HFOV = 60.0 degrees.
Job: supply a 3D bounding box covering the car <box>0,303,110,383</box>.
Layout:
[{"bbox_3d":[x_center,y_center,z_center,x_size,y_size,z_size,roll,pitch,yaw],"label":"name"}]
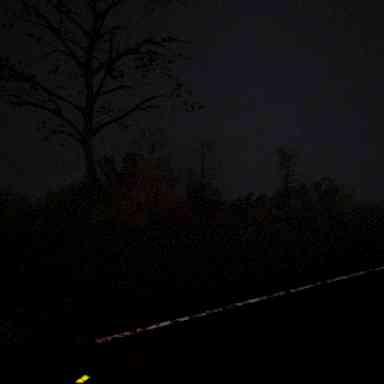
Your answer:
[{"bbox_3d":[-2.848,1.521,1.956,4.674,1.442,1.812,0,0,-36],"label":"car"}]
